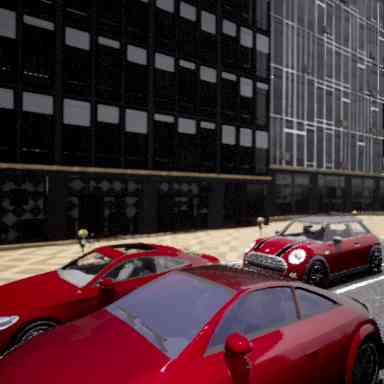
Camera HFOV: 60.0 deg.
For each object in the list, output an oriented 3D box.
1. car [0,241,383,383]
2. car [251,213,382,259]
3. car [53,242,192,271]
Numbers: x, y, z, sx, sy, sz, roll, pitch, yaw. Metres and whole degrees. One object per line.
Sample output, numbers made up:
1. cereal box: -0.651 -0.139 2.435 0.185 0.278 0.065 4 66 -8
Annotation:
1. car: 0.182 1.558 3.504 4.181 1.385 1.994 0 0 -36
2. car: 3.257 1.417 8.873 4.097 1.590 1.967 0 1 -36
3. car: -1.257 1.577 5.652 4.206 1.307 1.802 0 1 -36
